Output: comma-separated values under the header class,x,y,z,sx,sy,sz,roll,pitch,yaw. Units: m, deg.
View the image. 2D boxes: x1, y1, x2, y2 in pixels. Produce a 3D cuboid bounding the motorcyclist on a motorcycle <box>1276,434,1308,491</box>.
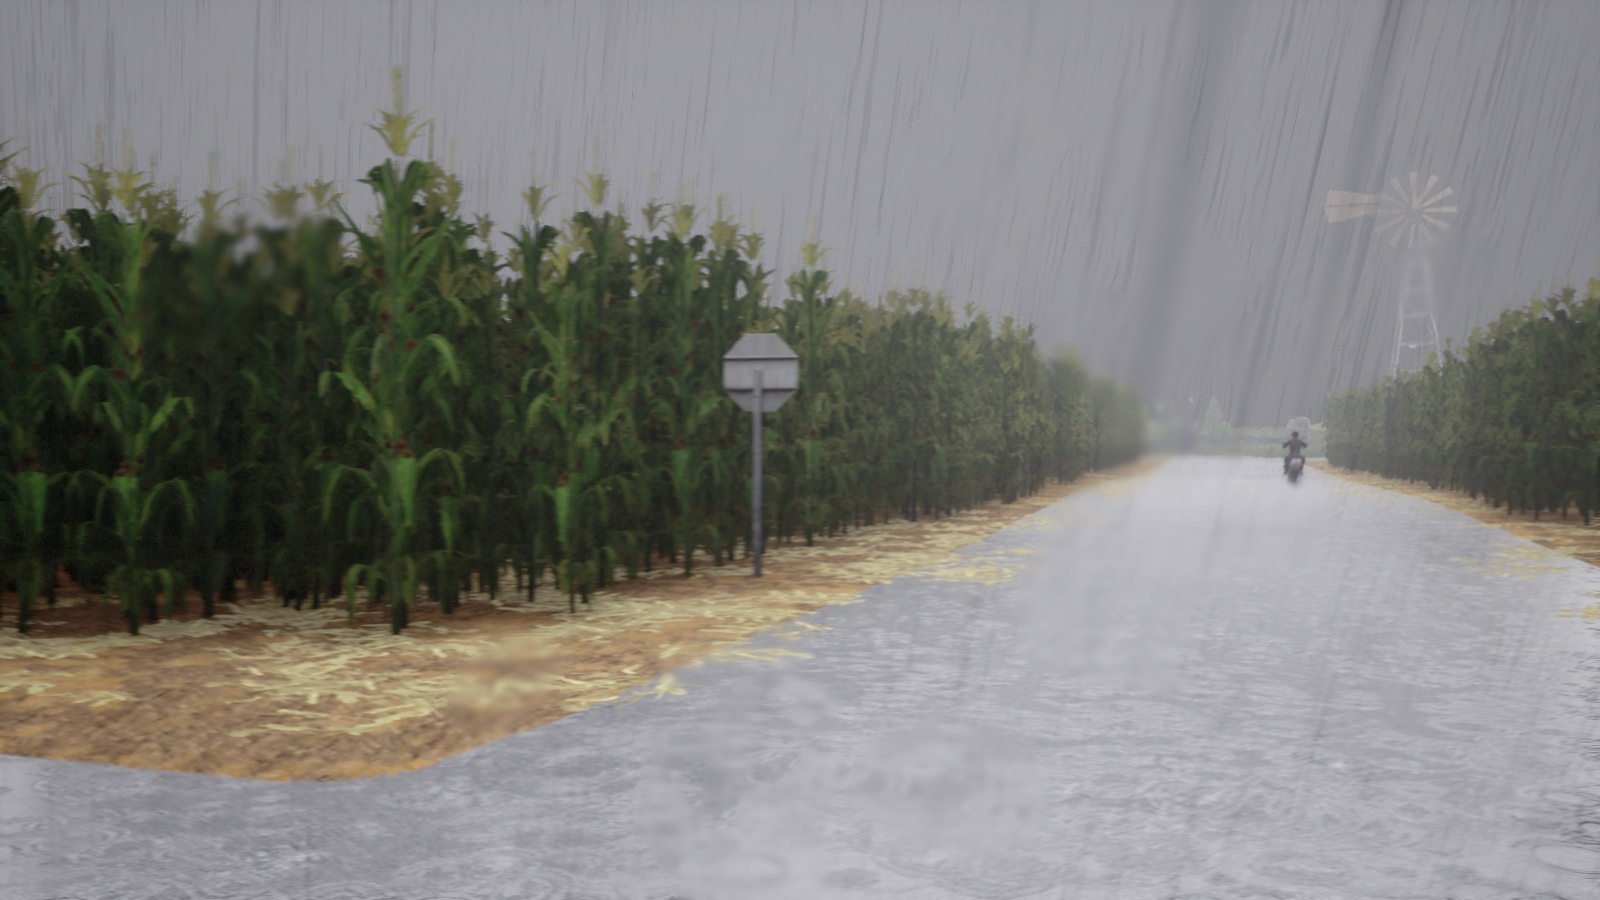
class,x,y,z,sx,sy,sz,roll,pitch,yaw
motorcyclist on a motorcycle,14.821,0.370,37.846,0.766,1.649,2.350,1,0,19
